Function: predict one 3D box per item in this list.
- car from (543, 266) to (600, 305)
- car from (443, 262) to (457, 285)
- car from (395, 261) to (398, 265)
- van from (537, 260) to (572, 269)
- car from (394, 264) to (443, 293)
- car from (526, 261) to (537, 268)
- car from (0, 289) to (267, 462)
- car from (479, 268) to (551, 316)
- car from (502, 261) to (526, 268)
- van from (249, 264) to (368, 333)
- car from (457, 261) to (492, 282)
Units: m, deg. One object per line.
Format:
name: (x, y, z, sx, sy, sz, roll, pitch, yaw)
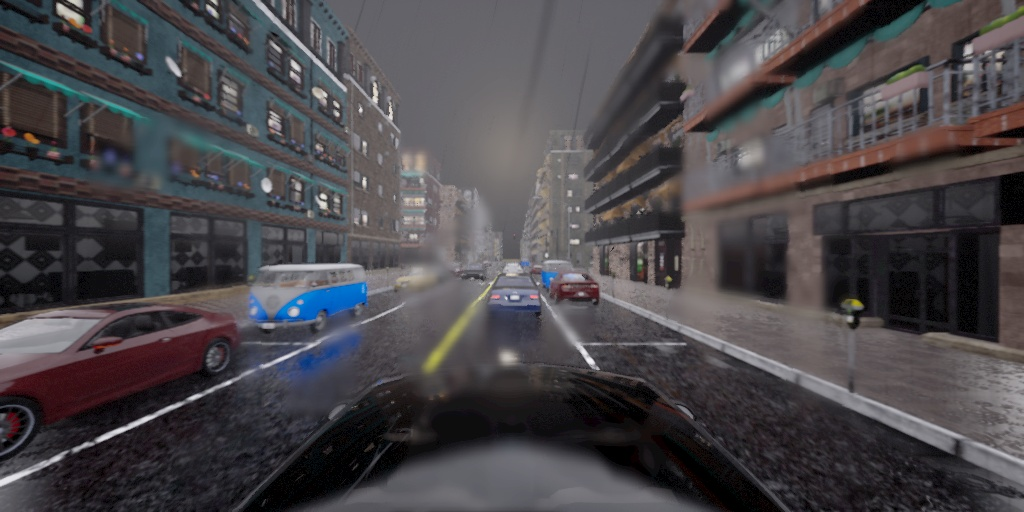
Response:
car: (2.687, 1.346, 16.125, 1.888, 1.381, 4.507, 0, 0, 0)
car: (-5.695, 1.412, 27.472, 1.948, 1.339, 4.313, 0, 0, 0)
car: (-17.749, 1.447, 53.948, 4.207, 1.307, 1.802, 0, 0, 0)
van: (2.687, 1.163, 21.785, 1.690, 1.789, 3.998, 0, 0, 0)
car: (-5.694, 1.348, 21.641, 1.751, 1.417, 4.829, 0, 0, 0)
car: (2.792, 1.481, 38.765, 1.802, 1.307, 4.207, 0, 0, 0)
car: (-5.692, 1.342, 4.826, 1.802, 1.307, 4.207, 0, 0, 0)
car: (0.093, 1.338, 13.580, 2.033, 1.411, 5.357, 0, 0, 0)
car: (0.091, 1.395, 32.521, 1.812, 1.442, 4.674, 0, 0, 0)
van: (-5.693, 1.121, 10.489, 1.690, 1.789, 3.998, 0, 0, 0)
car: (-3.100, 1.408, 30.750, 2.033, 1.411, 5.357, 0, 0, 0)
